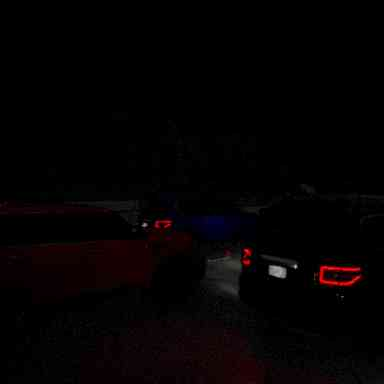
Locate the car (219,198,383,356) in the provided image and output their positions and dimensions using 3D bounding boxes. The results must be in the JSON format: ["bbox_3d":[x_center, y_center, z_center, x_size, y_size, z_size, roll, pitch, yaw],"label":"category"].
[{"bbox_3d":[3.361,1.221,6.301,5.566,2.045,2.150,0,0,-37],"label":"car"}]

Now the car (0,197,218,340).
[{"bbox_3d":[-2.370,1.223,6.450,5.566,2.045,2.150,0,0,-36],"label":"car"}]

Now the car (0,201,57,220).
[{"bbox_3d":[-14.458,1.547,28.087,5.357,1.411,2.033,0,0,-36],"label":"car"}]

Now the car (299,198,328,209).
[{"bbox_3d":[17.521,1.613,47.754,2.033,1.411,5.357,0,0,42],"label":"car"}]

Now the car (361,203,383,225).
[{"bbox_3d":[14.374,1.564,24.651,4.181,1.385,1.994,0,0,-42],"label":"car"}]

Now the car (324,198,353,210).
[{"bbox_3d":[20.079,1.547,45.367,2.033,1.411,5.357,0,0,42],"label":"car"}]

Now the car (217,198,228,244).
[{"bbox_3d":[0.517,1.220,12.949,5.566,2.045,2.150,0,0,-37],"label":"car"}]
